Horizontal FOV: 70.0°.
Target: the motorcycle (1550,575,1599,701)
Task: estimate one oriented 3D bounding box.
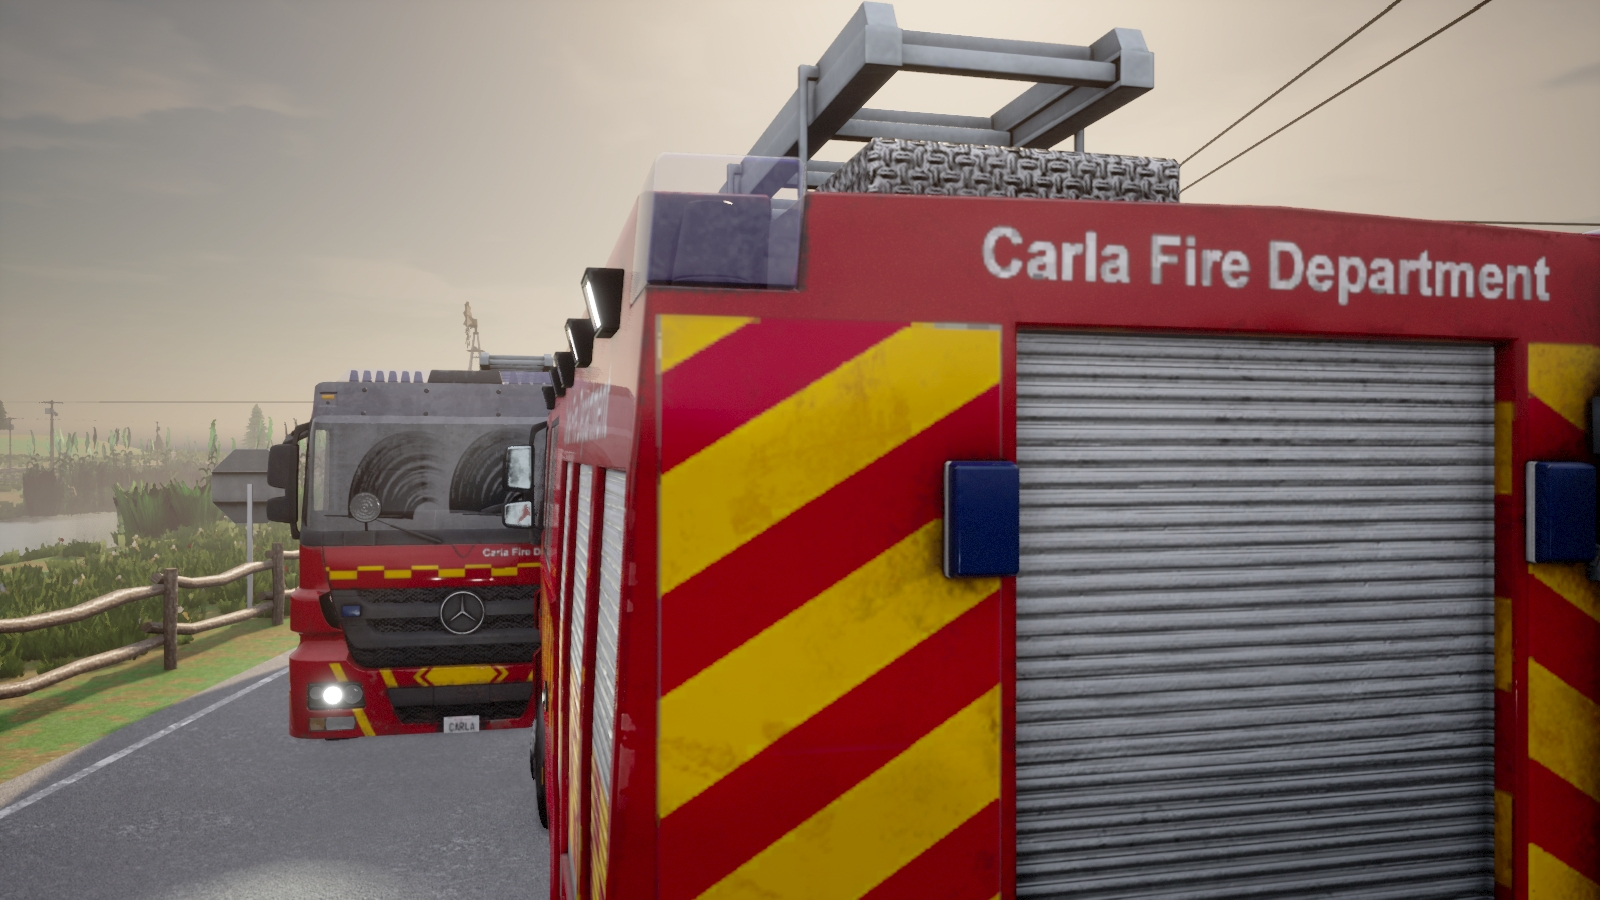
[{"bbox_3d":[9.802,2.142,13.163,1.805,1.316,0.856,0,0,-7],"label":"motorcycle"}]

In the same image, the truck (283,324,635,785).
[{"bbox_3d":[-3.896,0.862,13.936,2.891,3.827,8.468,0,0,-14],"label":"truck"}]

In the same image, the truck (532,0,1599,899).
[{"bbox_3d":[-0.072,0.867,6.873,2.891,3.827,8.468,0,0,-14],"label":"truck"}]
